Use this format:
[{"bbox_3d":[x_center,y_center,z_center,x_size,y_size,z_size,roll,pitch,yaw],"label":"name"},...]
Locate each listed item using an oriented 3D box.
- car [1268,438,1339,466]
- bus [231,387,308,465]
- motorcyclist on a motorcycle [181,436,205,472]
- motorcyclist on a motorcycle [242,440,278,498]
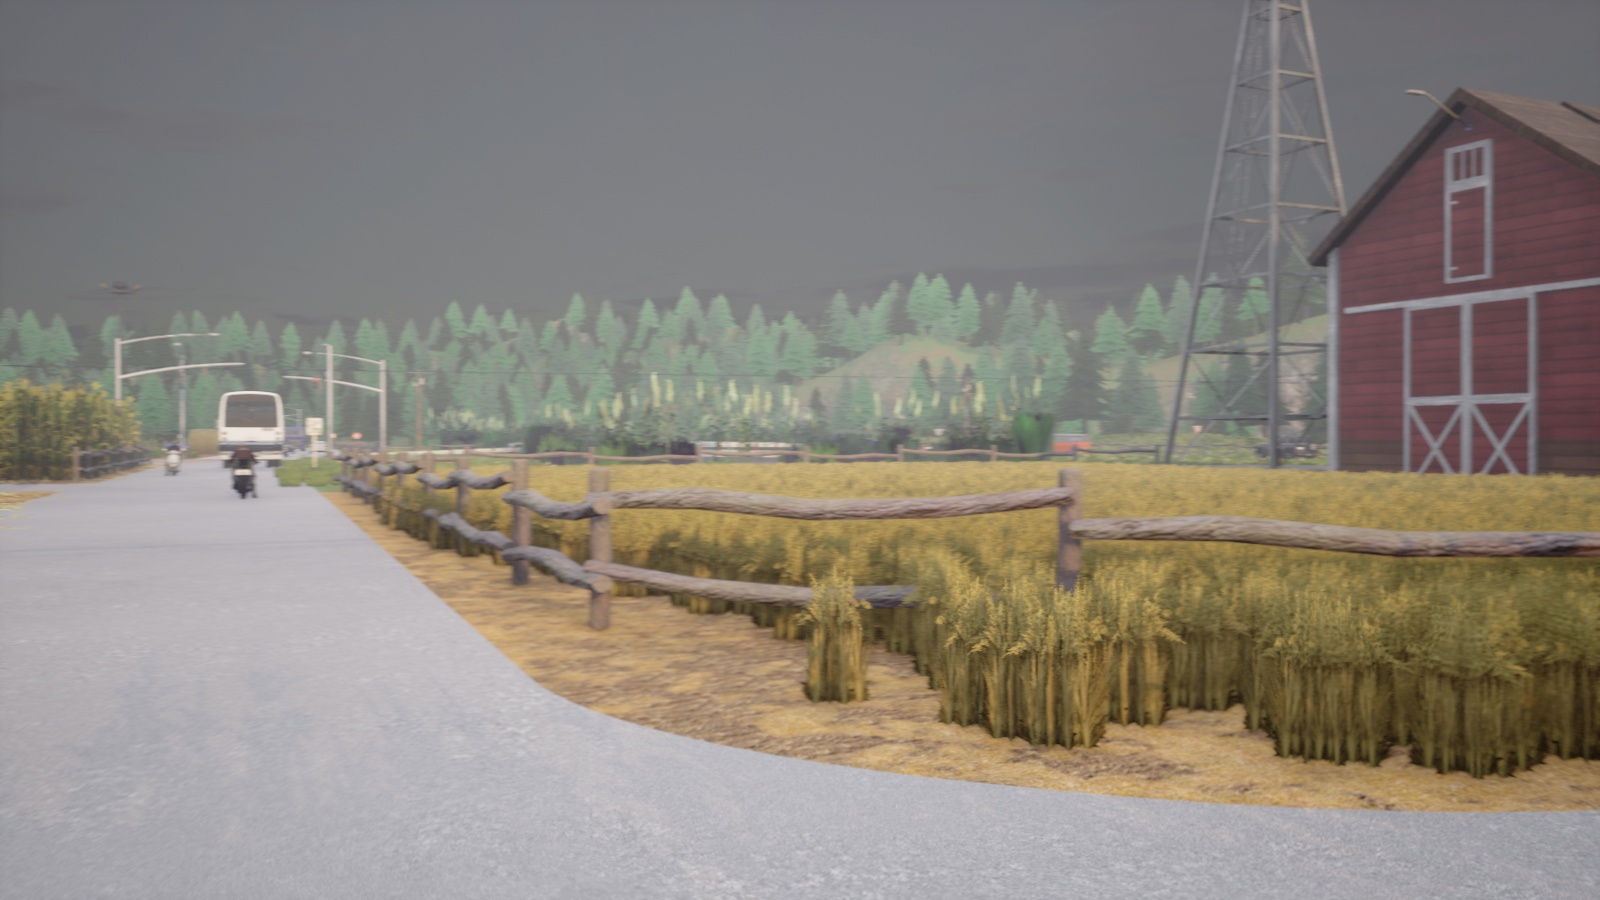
[{"bbox_3d":[33.539,0.105,83.726,1.932,1.855,4.605,0,1,-17],"label":"car"},{"bbox_3d":[-31.254,-1.355,74.120,3.944,4.253,10.273,0,0,-23],"label":"bus"},{"bbox_3d":[-27.260,0.149,56.393,0.866,1.590,1.817,0,1,-23],"label":"motorcyclist on a motorcycle"},{"bbox_3d":[-14.859,0.486,34.587,0.866,1.530,2.191,0,1,-23],"label":"motorcyclist on a motorcycle"}]
